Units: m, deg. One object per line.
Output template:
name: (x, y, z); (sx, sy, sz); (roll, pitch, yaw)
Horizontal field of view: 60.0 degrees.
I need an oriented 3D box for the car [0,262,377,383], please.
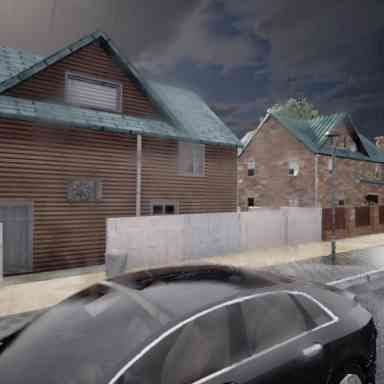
car: (-0.268, 1.507, 2.882); (4.892, 1.490, 1.837); (1, 0, -36)
